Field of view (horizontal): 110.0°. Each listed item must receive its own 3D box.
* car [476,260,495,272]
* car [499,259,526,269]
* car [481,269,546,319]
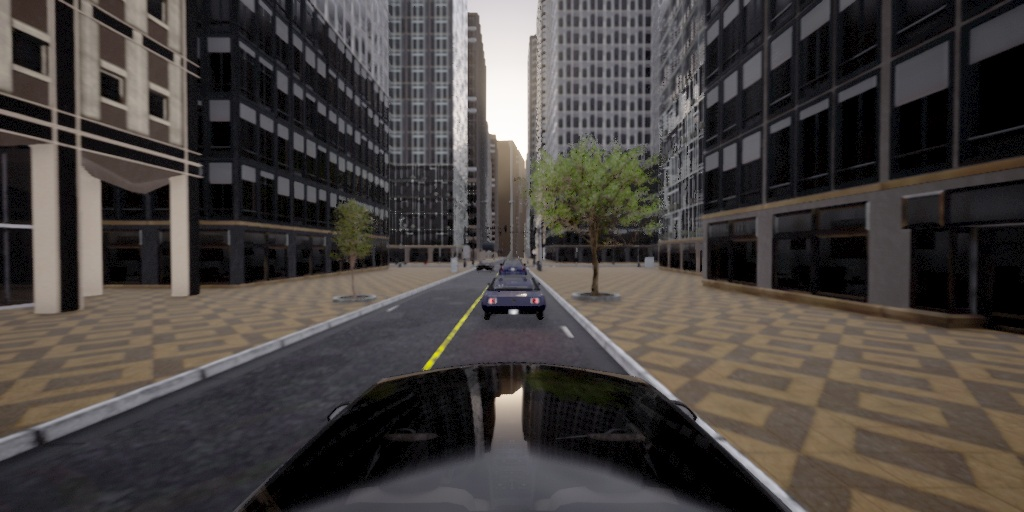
[{"bbox_3d":[-3.050,1.175,41.698,1.895,1.301,4.718,0,0,0],"label":"car"},{"bbox_3d":[0.075,0.979,28.486,2.097,1.767,4.553,0,0,0],"label":"car"},{"bbox_3d":[0.066,1.299,12.456,1.895,1.301,4.718,0,0,0],"label":"car"}]
